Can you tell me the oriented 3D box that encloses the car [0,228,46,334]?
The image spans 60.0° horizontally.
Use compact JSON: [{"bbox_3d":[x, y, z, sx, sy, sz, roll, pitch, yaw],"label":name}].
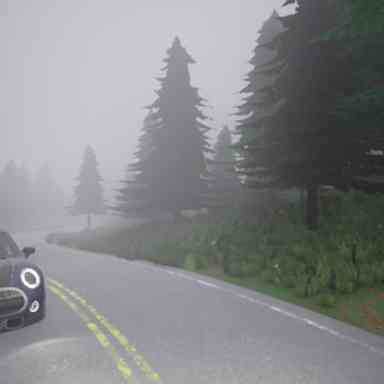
[{"bbox_3d":[-4.435,1.547,6.735,2.097,1.767,4.553,0,-3,-34],"label":"car"}]
